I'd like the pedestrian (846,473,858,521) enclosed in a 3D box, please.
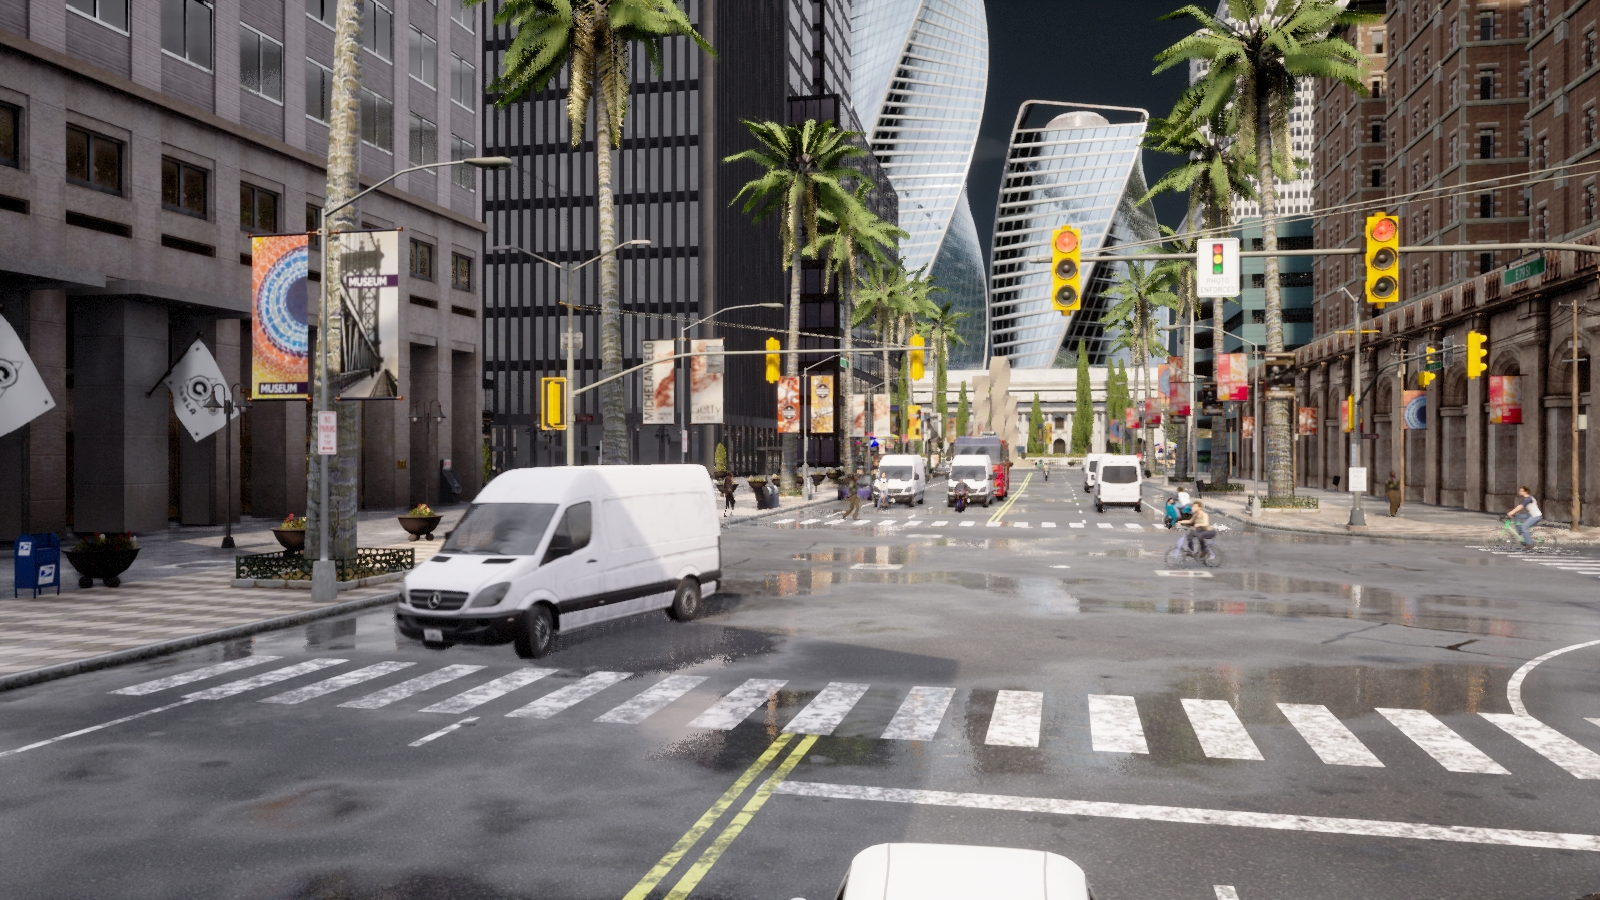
[{"bbox_3d":[2.037,1.848,44.660,0.375,1.860,0.375,0,0,26],"label":"pedestrian"}]

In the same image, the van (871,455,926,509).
[{"bbox_3d":[5.034,1.534,57.494,1.988,2.561,5.915,0,0,13],"label":"van"}]

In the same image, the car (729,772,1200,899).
[{"bbox_3d":[0.558,2.120,3.851,1.481,1.376,2.207,0,0,9],"label":"car"}]

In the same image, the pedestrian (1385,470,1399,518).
[{"bbox_3d":[23.147,1.697,44.647,0.375,1.860,0.375,0,0,7],"label":"pedestrian"}]

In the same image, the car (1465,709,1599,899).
[{"bbox_3d":[3.753,1.992,2.523,2.152,1.651,5.027,0,0,7],"label":"car"}]

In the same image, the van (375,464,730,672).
[{"bbox_3d":[-3.455,1.534,17.496,1.988,2.561,5.915,-1,-1,27],"label":"van"}]

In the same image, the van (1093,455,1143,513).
[{"bbox_3d":[14.984,1.535,54.058,1.988,2.561,5.915,0,0,13],"label":"van"}]

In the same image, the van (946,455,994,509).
[{"bbox_3d":[8.600,1.534,57.397,1.988,2.561,5.915,0,0,13],"label":"van"}]

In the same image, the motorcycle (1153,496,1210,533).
[{"bbox_3d":[13.148,2.213,39.444,0.803,1.145,2.033,2,-1,-16],"label":"motorcycle"}]

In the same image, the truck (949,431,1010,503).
[{"bbox_3d":[10.323,0.890,65.040,2.891,3.827,8.468,0,0,13],"label":"truck"}]

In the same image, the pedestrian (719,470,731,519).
[{"bbox_3d":[-2.895,1.697,44.055,0.375,1.860,0.375,0,0,-24],"label":"pedestrian"}]
